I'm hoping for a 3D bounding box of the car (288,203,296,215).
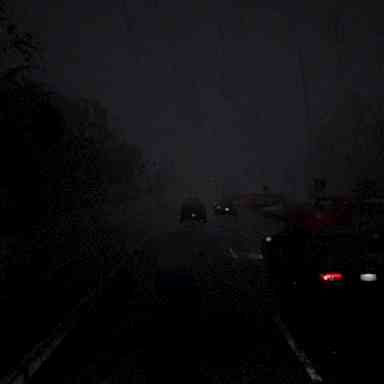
[{"bbox_3d":[8.065,1.517,18.580,4.674,1.452,2.002,1,0,-20],"label":"car"}]

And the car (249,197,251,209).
[{"bbox_3d":[8.095,1.446,30.534,4.792,1.488,2.163,1,0,-20],"label":"car"}]

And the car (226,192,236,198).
[{"bbox_3d":[7.895,1.228,45.374,5.366,1.575,1.946,0,1,-20],"label":"car"}]

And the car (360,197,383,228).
[{"bbox_3d":[8.048,1.235,9.612,5.566,2.045,2.435,1,0,-20],"label":"car"}]

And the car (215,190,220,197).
[{"bbox_3d":[8.097,0.705,66.327,5.566,2.045,2.435,1,0,-20],"label":"car"}]

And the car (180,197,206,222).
[{"bbox_3d":[0.098,1.437,25.592,1.882,1.535,5.008,0,0,0],"label":"car"}]

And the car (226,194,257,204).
[{"bbox_3d":[8.064,1.141,54.389,4.674,1.452,2.002,1,1,-20],"label":"car"}]

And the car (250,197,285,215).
[{"bbox_3d":[7.897,1.432,27.464,5.366,1.575,1.946,1,1,-20],"label":"car"}]

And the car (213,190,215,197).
[{"bbox_3d":[8.241,0.872,75.327,5.366,1.575,1.946,1,0,-20],"label":"car"}]

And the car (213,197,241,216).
[{"bbox_3d":[3.099,1.479,31.547,1.994,1.385,4.181,0,1,0],"label":"car"}]

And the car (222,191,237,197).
[{"bbox_3d":[7.895,1.137,51.340,5.366,1.575,1.946,0,1,-20],"label":"car"}]

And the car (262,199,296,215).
[{"bbox_3d":[8.042,1.485,24.537,4.792,1.488,2.163,1,1,-20],"label":"car"}]

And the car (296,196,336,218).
[{"bbox_3d":[8.099,1.233,15.609,5.566,2.045,2.435,1,0,-20],"label":"car"}]

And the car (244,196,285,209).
[{"bbox_3d":[8.064,1.426,33.506,4.674,1.452,2.002,1,0,-20],"label":"car"}]

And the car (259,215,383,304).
[{"bbox_3d":[3.099,1.545,8.353,2.033,1.411,5.357,0,0,0],"label":"car"}]

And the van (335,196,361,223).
[{"bbox_3d":[7.964,1.258,12.565,4.442,1.987,1.878,1,0,-20],"label":"van"}]

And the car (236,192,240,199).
[{"bbox_3d":[8.041,1.191,39.464,4.553,1.767,2.185,0,1,-20],"label":"car"}]

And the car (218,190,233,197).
[{"bbox_3d":[8.078,0.991,63.328,4.892,1.521,2.231,1,1,-20],"label":"car"}]

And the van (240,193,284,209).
[{"bbox_3d":[7.964,1.129,36.435,4.442,1.987,1.878,0,1,-20],"label":"van"}]

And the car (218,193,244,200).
[{"bbox_3d":[8.074,0.927,69.294,5.008,1.535,2.097,1,1,-20],"label":"car"}]

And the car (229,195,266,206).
[{"bbox_3d":[8.095,1.217,48.437,4.792,1.488,2.163,0,1,-20],"label":"car"}]
